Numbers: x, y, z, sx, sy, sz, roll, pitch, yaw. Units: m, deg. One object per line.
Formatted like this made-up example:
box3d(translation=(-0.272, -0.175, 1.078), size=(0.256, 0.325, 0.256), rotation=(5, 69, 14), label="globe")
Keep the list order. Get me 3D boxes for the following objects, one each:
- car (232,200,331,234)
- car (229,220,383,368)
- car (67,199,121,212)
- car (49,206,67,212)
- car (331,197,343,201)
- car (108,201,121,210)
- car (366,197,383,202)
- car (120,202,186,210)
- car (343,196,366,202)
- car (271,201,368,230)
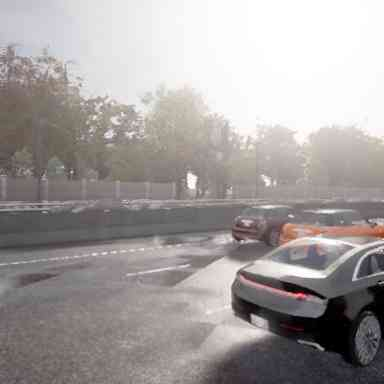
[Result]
box3d(translation=(4.048, 1.382, 15.247), size=(4.553, 1.767, 2.097), rotation=(0, 0, -36), label="car")
box3d(translation=(2.866, 1.502, 5.800), size=(4.902, 1.511, 2.128), rotation=(0, 0, -36), label="car")
box3d(translation=(-7.865, 1.416, 28.488), size=(4.553, 1.767, 2.097), rotation=(0, 0, -35), label="car")
box3d(translation=(-10.425, 1.619, 30.963), size=(5.357, 1.411, 2.033), rotation=(0, 0, -36), label="car")
box3d(translation=(24.593, 1.633, 55.870), size=(4.892, 1.490, 1.837), rotation=(0, 0, -35), label="car")
box3d(translation=(-4.194, 1.623, 26.807), size=(4.181, 1.385, 1.994), rotation=(0, 0, -35), label="car")
box3d(translation=(28.930, 1.468, 50.388), size=(4.553, 1.767, 2.097), rotation=(0, 0, -35), label="car")
box3d(translation=(-2.258, 1.529, 23.891), size=(5.008, 1.535, 1.882), rotation=(0, 0, -35), label="car")
box3d(translation=(26.845, 1.475, 53.185), size=(4.553, 1.767, 2.097), rotation=(0, 0, -35), label="car")
box3d(translation=(5.225, 1.374, 11.790), size=(4.553, 1.767, 2.097), rotation=(0, 0, -36), label="car")
